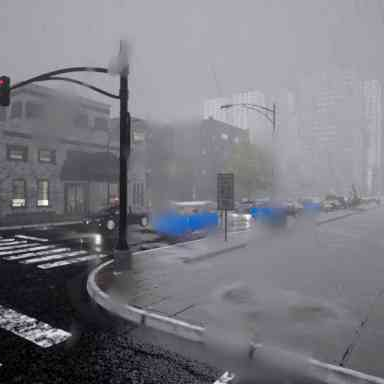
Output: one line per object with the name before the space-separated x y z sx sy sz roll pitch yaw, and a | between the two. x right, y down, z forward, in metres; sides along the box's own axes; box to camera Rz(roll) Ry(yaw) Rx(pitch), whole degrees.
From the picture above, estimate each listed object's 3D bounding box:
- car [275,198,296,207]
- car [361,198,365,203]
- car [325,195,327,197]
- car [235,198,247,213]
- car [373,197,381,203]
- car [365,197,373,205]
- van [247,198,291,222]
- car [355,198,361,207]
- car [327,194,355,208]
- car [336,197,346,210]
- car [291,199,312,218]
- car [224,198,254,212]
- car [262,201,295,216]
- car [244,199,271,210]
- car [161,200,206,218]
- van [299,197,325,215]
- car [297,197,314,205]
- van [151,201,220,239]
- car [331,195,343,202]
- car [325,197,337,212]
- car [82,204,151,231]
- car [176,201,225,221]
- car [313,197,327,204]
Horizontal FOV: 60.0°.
car | 15.246 1.666 54.100 1.887 1.381 4.507 0 0 35
car | 28.534 1.748 58.461 1.752 1.417 4.829 0 0 35
car | 24.156 1.410 56.717 2.150 2.045 5.566 1 0 35
car | 6.501 1.604 37.077 1.812 1.442 4.674 1 0 35
car | 44.279 1.900 80.932 1.947 1.339 4.313 0 0 35
car | 34.773 1.810 67.365 1.887 1.381 4.507 0 0 35
van | 6.256 1.436 26.667 1.690 1.788 3.998 0 0 35
car | 25.269 1.517 53.800 2.192 1.841 5.009 0 0 35
car | 22.100 1.497 49.278 2.192 1.841 5.009 0 0 35
car | 18.929 1.729 44.754 1.947 1.339 4.313 0 0 35
car | 9.423 1.656 31.188 1.887 1.381 4.507 0 0 35
car | 5.741 1.507 40.535 1.967 1.590 4.097 0 0 35
car | 9.276 1.666 35.489 1.994 1.385 4.181 1 0 35
car | 8.909 1.629 45.057 1.887 1.381 4.507 0 0 35
car | -0.695 1.558 31.351 1.752 1.417 4.829 0 0 35
van | 12.593 1.469 35.711 1.690 1.788 3.998 0 0 35
car | 21.583 1.706 63.144 1.887 1.381 4.507 0 0 35
van | -0.081 1.407 17.622 1.690 1.788 3.998 0 0 35
car | 37.426 1.713 85.755 1.967 1.590 4.097 0 0 35
car | 15.859 1.671 40.372 1.752 1.417 4.829 0 0 35
car | -4.644 1.529 21.199 1.837 1.490 4.892 1 0 35
car | 0.820 1.554 28.994 1.837 1.490 4.892 1 0 35
car | 27.822 1.729 72.049 1.752 1.417 4.829 0 0 35
